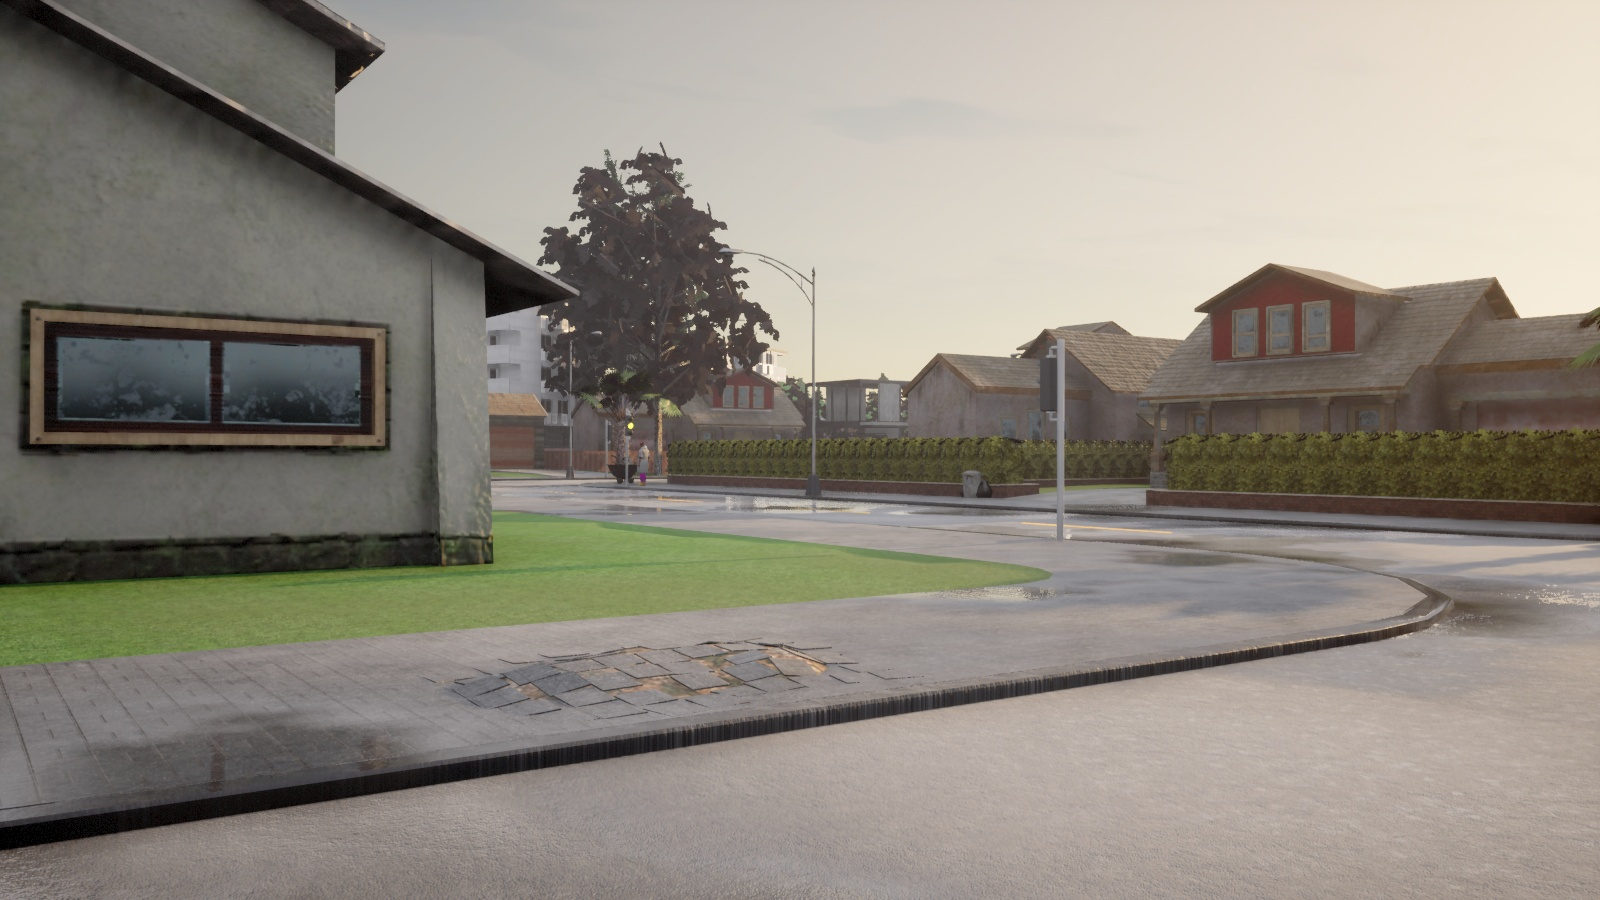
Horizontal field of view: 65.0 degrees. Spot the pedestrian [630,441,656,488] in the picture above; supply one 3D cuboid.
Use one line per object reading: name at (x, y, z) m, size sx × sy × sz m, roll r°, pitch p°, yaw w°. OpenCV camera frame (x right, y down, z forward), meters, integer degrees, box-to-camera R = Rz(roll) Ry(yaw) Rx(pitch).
pedestrian at (-6.603, 0.598, 52.738) m, size 0.873 × 1.952 × 0.659 m, roll 0°, pitch 0°, yaw 35°
